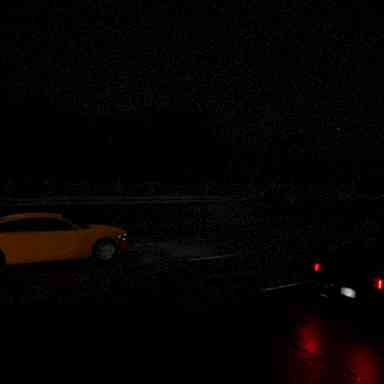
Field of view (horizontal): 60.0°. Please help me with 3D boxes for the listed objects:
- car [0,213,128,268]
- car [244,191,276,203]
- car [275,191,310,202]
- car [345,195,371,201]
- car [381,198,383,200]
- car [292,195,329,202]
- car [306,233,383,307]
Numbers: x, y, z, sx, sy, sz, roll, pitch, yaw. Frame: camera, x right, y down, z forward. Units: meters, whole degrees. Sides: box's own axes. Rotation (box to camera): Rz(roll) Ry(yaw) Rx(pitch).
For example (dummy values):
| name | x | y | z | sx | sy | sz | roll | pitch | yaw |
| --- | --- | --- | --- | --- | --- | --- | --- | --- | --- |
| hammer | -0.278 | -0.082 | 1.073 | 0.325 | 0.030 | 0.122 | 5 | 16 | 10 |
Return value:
| name | x | y | z | sx | sy | sz | roll | pitch | yaw |
| --- | --- | --- | --- | --- | --- | --- | --- | --- | --- |
| car | -4.457 | 1.365 | 10.096 | 5.008 | 1.535 | 1.882 | 0 | 1 | -28 |
| car | 9.115 | 0.883 | 41.372 | 5.566 | 2.045 | 2.150 | 0 | 0 | -28 |
| car | 12.609 | 1.043 | 39.278 | 4.553 | 1.767 | 2.097 | 0 | 1 | -28 |
| car | 24.905 | 1.210 | 49.857 | 4.181 | 1.385 | 1.994 | 0 | 1 | -28 |
| car | 29.562 | 1.157 | 48.373 | 5.008 | 1.535 | 1.882 | 0 | 0 | -28 |
| car | 13.291 | 1.291 | 35.680 | 4.181 | 1.385 | 1.994 | 0 | 1 | -28 |
| car | 4.818 | 1.551 | 7.154 | 4.718 | 1.301 | 1.895 | 0 | 1 | -28 |
